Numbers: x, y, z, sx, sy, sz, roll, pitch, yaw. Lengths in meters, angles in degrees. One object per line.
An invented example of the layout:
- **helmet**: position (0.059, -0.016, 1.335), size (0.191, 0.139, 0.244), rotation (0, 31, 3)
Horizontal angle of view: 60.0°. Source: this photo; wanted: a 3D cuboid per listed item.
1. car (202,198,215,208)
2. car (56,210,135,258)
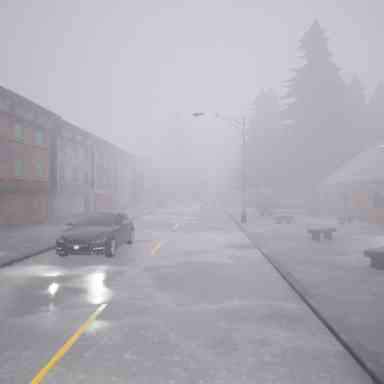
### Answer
- **car**: position (2.387, 1.529, 48.462), size (1.812, 1.442, 4.674), rotation (0, 0, 3)
- **car**: position (-3.540, 1.506, 12.976), size (1.837, 1.490, 4.892), rotation (0, 0, 3)
